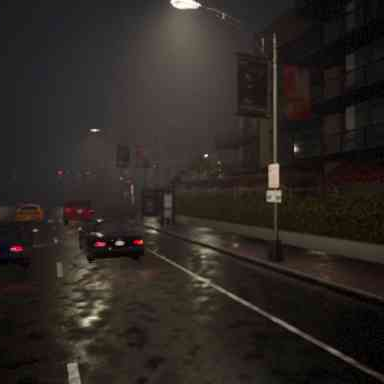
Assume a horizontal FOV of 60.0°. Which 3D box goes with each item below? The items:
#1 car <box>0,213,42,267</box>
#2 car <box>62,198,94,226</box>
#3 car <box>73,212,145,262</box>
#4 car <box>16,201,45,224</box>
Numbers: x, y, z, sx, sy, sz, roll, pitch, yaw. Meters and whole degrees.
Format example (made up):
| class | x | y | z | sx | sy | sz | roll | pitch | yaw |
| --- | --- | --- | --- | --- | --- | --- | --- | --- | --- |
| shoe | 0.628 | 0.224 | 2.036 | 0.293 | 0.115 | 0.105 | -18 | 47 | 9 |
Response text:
| class | x | y | z | sx | sy | sz | roll | pitch | yaw |
| --- | --- | --- | --- | --- | --- | --- | --- | --- | --- |
| car | -6.468 | 1.673 | 11.432 | 2.033 | 1.411 | 5.357 | 0 | -1 | -23 |
| car | -9.099 | 1.522 | 26.653 | 2.150 | 2.045 | 5.566 | 0 | 0 | -21 |
| car | -3.249 | 1.692 | 12.806 | 2.033 | 1.411 | 5.357 | 0 | -1 | -23 |
| car | -13.026 | 1.772 | 26.835 | 1.882 | 1.535 | 5.008 | 0 | 0 | -23 |
